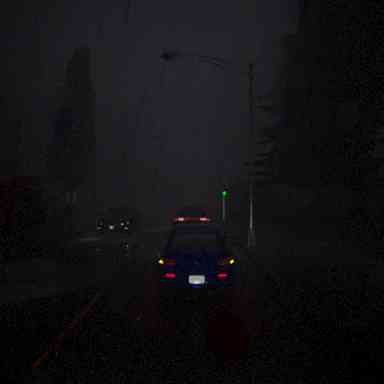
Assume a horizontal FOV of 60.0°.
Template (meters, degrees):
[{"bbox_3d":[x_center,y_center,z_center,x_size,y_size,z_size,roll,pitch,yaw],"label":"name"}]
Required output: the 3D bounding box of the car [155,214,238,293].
[{"bbox_3d":[0.090,1.550,8.819,1.812,1.442,4.674,0,0,0],"label":"car"}]

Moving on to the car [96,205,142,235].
[{"bbox_3d":[-4.039,1.560,19.111,1.837,1.490,4.892,0,-1,0],"label":"car"}]

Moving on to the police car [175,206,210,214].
[{"bbox_3d":[0.015,1.553,18.724,2.038,1.542,4.974,0,-1,0],"label":"police car"}]
